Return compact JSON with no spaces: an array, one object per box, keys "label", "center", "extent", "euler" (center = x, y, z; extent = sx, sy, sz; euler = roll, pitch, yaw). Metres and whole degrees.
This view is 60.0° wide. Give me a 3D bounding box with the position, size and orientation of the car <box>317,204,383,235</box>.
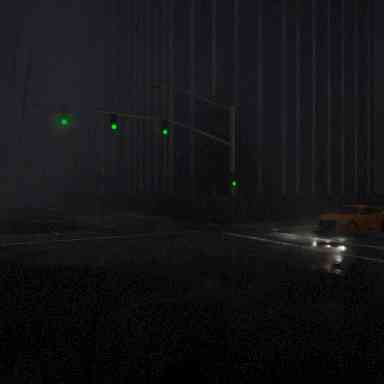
[{"label":"car","center":[9.236,1.478,18.837],"extent":[5.008,1.535,1.882],"euler":[0,0,-30]}]
